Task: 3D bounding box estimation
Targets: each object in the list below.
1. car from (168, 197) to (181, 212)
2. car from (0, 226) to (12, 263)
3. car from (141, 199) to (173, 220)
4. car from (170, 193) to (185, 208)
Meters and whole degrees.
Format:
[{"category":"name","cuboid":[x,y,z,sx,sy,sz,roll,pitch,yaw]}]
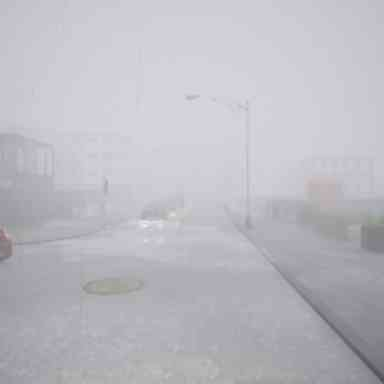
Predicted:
[{"category":"car","cuboid":[-2.703,1.604,38.328,1.895,1.301,4.718,0,0,2]},{"category":"car","cuboid":[-7.978,1.394,10.225,4.553,1.767,2.097,0,0,17]},{"category":"car","cuboid":[-3.060,1.572,28.432,1.994,1.385,4.181,0,0,2]},{"category":"car","cuboid":[-2.285,1.219,48.713,2.150,2.045,5.566,0,0,2]}]
